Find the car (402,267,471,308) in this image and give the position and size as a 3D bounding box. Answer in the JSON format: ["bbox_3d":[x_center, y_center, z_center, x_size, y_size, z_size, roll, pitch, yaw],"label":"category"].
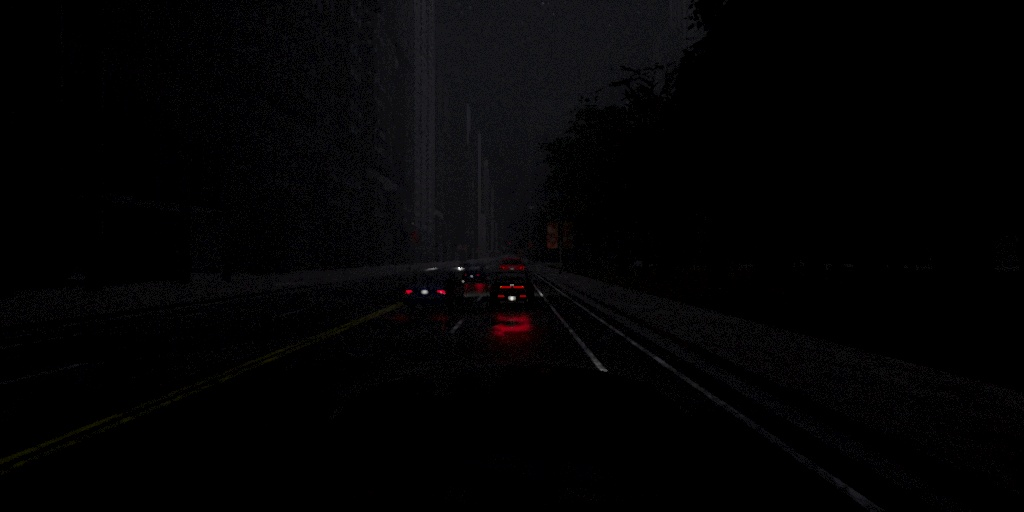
[{"bbox_3d":[-3.245,1.403,15.836,2.033,1.411,5.357,0,0,0],"label":"car"}]

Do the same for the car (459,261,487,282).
[{"bbox_3d":[-3.237,1.460,31.236,1.812,1.442,4.674,0,0,0],"label":"car"}]

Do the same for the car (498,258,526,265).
[{"bbox_3d":[0.008,1.149,30.871,2.150,2.045,5.566,0,0,0],"label":"car"}]

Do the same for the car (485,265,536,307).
[{"bbox_3d":[0.009,1.366,16.165,1.837,1.490,4.892,0,0,0],"label":"car"}]
